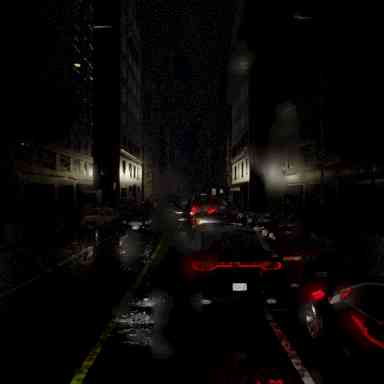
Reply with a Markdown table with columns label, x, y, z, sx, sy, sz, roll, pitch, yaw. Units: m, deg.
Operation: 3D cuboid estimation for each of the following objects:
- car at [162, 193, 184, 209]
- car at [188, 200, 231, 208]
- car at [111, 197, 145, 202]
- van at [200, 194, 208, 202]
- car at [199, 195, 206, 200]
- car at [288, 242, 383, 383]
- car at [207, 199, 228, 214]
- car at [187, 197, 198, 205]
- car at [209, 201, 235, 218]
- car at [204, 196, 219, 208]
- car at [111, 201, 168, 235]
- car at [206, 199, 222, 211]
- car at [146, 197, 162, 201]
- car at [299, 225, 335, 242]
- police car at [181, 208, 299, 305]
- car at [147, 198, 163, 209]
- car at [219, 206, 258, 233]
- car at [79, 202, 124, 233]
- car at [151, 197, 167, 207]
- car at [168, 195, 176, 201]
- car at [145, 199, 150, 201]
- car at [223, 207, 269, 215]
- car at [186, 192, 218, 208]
| label | x | y | z | sx | sy | sz | roll | pitch | yaw |
| --- | --- | --- | --- | --- | --- | --- | --- | --- | --- |
| car | -2.630 | 1.232 | 46.602 | 2.150 | 2.045 | 5.566 | 0 | 0 | 0 |
| car | 0.855 | 1.460 | 18.405 | 1.801 | 1.575 | 5.366 | 0 | 0 | 0 |
| car | -5.323 | 1.320 | 25.599 | 2.192 | 1.841 | 5.009 | 0 | 0 | 0 |
| van | 2.844 | 1.360 | 80.260 | 1.690 | 1.788 | 3.998 | 0 | 0 | 0 |
| car | 2.874 | 1.603 | 91.622 | 1.802 | 1.307 | 4.206 | 0 | 0 | 0 |
| car | 2.645 | 1.566 | 3.509 | 1.947 | 1.339 | 4.313 | 0 | 0 | 0 |
| car | 2.731 | 1.559 | 36.622 | 2.008 | 1.369 | 4.403 | 0 | 0 | 0 |
| car | 0.152 | 1.615 | 58.945 | 1.895 | 1.301 | 4.718 | 0 | 0 | 0 |
| car | 2.717 | 1.558 | 31.104 | 2.008 | 1.369 | 4.403 | 0 | 0 | 0 |
| car | 2.760 | 1.452 | 47.660 | 1.967 | 1.590 | 4.097 | 0 | 0 | 0 |
| car | -2.800 | 1.495 | 18.920 | 2.128 | 1.511 | 4.902 | 0 | 0 | 0 |
| car | 2.745 | 1.592 | 42.141 | 1.802 | 1.307 | 4.206 | 0 | 0 | 0 |
| car | -5.280 | 1.450 | 42.155 | 1.967 | 1.590 | 4.097 | 0 | 0 | 0 |
| car | 2.660 | 1.546 | 9.027 | 1.887 | 1.381 | 4.507 | 0 | 0 | 0 |
| police car | 0.747 | 1.426 | 8.298 | 1.930 | 1.638 | 5.238 | 0 | 0 | -2 |
| car | -5.266 | 1.537 | 47.502 | 1.752 | 1.417 | 4.829 | 0 | 0 | 0 |
| car | 2.688 | 1.586 | 20.066 | 1.802 | 1.307 | 4.206 | 0 | 0 | 0 |
| car | -5.333 | 1.529 | 19.912 | 1.752 | 1.417 | 4.829 | 0 | 0 | 0 |
| car | -5.251 | 1.564 | 53.191 | 2.008 | 1.369 | 4.403 | 0 | 0 | 0 |
| car | -5.166 | 1.564 | 85.954 | 1.887 | 1.381 | 4.507 | 0 | 0 | 0 |
| car | -5.308 | 1.589 | 31.117 | 1.802 | 1.307 | 4.206 | 0 | 0 | 0 |
| car | 2.674 | 1.553 | 14.546 | 2.008 | 1.369 | 4.403 | 0 | 0 | 0 |
| car | 0.887 | 1.230 | 24.242 | 2.150 | 2.045 | 5.566 | 0 | 0 | 0 |
